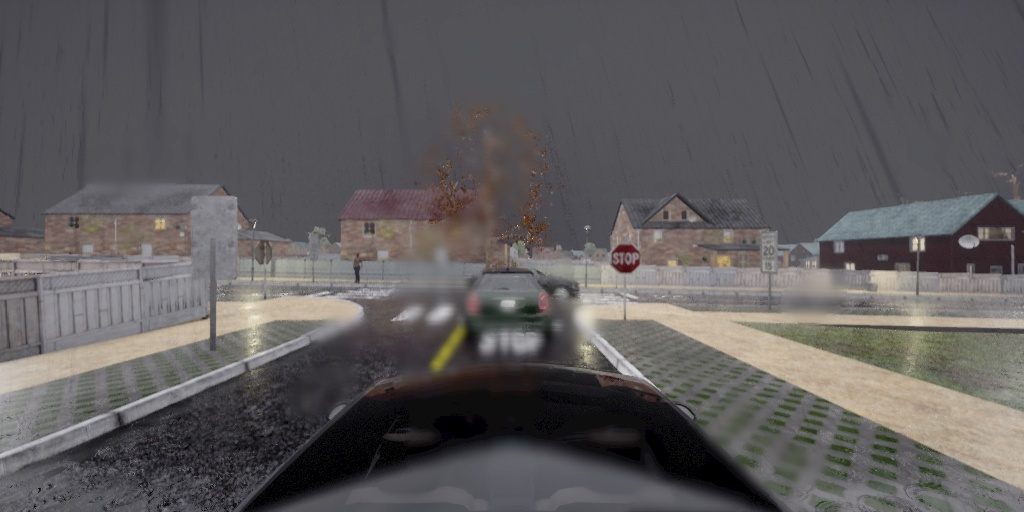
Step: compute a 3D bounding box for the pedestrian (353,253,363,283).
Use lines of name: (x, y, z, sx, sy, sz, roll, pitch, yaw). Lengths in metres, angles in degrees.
pedestrian: (-9.649, 0.723, 22.367, 0.375, 1.860, 0.375, 0, -1, 0)

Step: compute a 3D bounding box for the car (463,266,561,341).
car: (-0.196, 1.083, 9.979, 2.097, 1.767, 4.553, 0, 0, -4)

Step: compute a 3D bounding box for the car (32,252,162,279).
car: (-18.838, 0.733, 16.473, 4.553, 1.767, 2.097, 1, 0, 0)

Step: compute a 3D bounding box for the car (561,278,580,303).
car: (0.595, 1.240, 16.540, 5.008, 1.535, 1.882, 1, 0, 0)
